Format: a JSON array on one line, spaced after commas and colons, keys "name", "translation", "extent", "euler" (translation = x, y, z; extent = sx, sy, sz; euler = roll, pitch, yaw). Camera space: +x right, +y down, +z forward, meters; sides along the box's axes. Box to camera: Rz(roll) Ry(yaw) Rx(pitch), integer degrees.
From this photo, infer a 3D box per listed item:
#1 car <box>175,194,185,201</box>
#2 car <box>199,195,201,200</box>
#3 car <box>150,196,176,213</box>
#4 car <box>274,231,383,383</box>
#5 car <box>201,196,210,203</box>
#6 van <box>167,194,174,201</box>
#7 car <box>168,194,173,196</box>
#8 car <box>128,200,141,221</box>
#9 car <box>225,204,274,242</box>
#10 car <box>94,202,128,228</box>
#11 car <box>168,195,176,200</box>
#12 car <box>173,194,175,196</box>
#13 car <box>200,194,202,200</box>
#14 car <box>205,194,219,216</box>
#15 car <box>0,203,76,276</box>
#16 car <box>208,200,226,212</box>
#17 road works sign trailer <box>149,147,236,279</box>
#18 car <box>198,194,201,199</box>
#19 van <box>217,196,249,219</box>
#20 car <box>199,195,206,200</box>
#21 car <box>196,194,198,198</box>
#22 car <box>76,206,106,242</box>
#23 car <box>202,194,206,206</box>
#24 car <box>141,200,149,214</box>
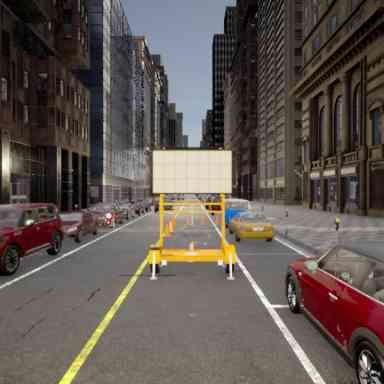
[{"name": "car", "translation": [-2.903, 1.586, 88.106], "extent": [2.033, 1.411, 5.357], "euler": [0, 0, 0]}, {"name": "car", "translation": [2.824, 1.586, 60.937], "extent": [1.947, 1.339, 4.313], "euler": [0, 0, 0]}, {"name": "car", "translation": [-3.062, 1.510, 36.351], "extent": [1.837, 1.490, 4.892], "euler": [0, 0, 0]}, {"name": "car", "translation": [2.764, 1.440, 4.919], "extent": [1.967, 1.590, 4.097], "euler": [0, 0, 0]}, {"name": "car", "translation": [2.836, 1.609, 72.140], "extent": [1.802, 1.307, 4.206], "euler": [0, 0, 0]}, {"name": "van", "translation": [-5.672, 1.380, 88.946], "extent": [1.690, 1.788, 3.998], "euler": [0, 0, 0]}, {"name": "car", "translation": [-5.689, 1.467, 72.139], "extent": [1.967, 1.590, 4.097], "euler": [0, 0, 0]}, {"name": "car", "translation": [-5.737, 1.552, 27.323], "extent": [2.008, 1.369, 4.403], "euler": [0, 0, 0]}, {"name": "car", "translation": [2.776, 1.525, 16.294], "extent": [1.752, 1.417, 4.829], "euler": [0, 0, 0]}, {"name": "car", "translation": [-5.743, 1.440, 21.720], "extent": [1.967, 1.590, 4.097], "euler": [0, 0, 0]}, {"name": "car", "translation": [-5.665, 1.588, 94.548], "extent": [1.887, 1.381, 4.507], "euler": [0, 0, 0]}, {"name": "car", "translation": [-5.683, 1.576, 77.741], "extent": [1.887, 1.381, 4.507], "euler": [0, 0, 0]}, {"name": "car", "translation": [2.818, 1.456, 55.335], "extent": [1.967, 1.590, 4.097], "euler": [0, 0, 0]}, {"name": "car", "translation": [2.793, 1.319, 32.928], "extent": [2.192, 1.841, 5.009], "euler": [0, 0, 0]}, {"name": "car", "translation": [-5.755, 1.314, 10.516], "extent": [2.192, 1.841, 5.009], "euler": [0, 0, 0]}, {"name": "car", "translation": [2.800, 1.588, 38.530], "extent": [1.802, 1.307, 4.206], "euler": [0, 0, 0]}, {"name": "road works sign trailer", "translation": [0.009, 0.464, 9.966], "extent": [2.380, 3.560, 2.880], "euler": [0, 0, 0]}, {"name": "car", "translation": [2.830, 1.464, 66.538], "extent": [1.967, 1.590, 4.097], "euler": [0, 0, 0]}, {"name": "van", "translation": [2.782, 1.342, 21.725], "extent": [1.690, 1.788, 3.998], "euler": [0, 0, 0]}, {"name": "car", "translation": [2.860, 1.588, 94.548], "extent": [1.887, 1.381, 4.507], "euler": [0, 0, 0]}, {"name": "car", "translation": [2.854, 1.584, 88.945], "extent": [1.887, 1.381, 4.507], "euler": [0, 0, 0]}, {"name": "car", "translation": [-5.749, 1.582, 16.119], "extent": [1.802, 1.307, 4.206], "euler": [0, 0, 0]}, {"name": "car", "translation": [2.805, 1.324, 44.132], "extent": [2.192, 1.841, 5.009], "euler": [0, 0, 0]}, {"name": "car", "translation": [-5.731, 1.569, 32.924], "extent": [1.947, 1.339, 4.313], "euler": [0, 0, 0]}]
